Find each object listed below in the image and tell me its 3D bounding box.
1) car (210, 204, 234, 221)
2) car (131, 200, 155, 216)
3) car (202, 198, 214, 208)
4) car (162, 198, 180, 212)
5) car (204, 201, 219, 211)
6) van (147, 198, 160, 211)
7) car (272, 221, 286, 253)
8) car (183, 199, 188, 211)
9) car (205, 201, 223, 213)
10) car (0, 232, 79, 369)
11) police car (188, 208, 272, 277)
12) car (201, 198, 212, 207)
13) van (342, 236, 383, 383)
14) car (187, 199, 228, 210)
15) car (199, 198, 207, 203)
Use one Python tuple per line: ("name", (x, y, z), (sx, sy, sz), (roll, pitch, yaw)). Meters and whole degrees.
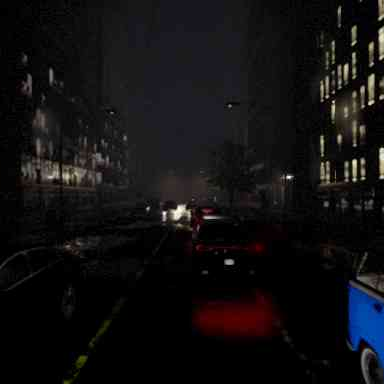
("car", (2.731, 1.862, 31.001), (1.802, 1.307, 4.206), (0, -1, 0))
("car", (-5.642, 1.880, 36.709), (2.008, 1.369, 4.403), (0, -1, 0))
("car", (2.770, 1.948, 59.464), (1.967, 1.590, 4.097), (0, 0, 0))
("car", (-3.028, 1.936, 46.563), (1.812, 1.442, 4.674), (0, -1, 0))
("car", (2.754, 1.973, 48.078), (2.008, 1.369, 4.403), (0, 0, 0))
("van", (-5.626, 1.763, 48.095), (1.690, 1.788, 3.998), (0, 0, 0))
("car", (2.708, 1.709, 13.924), (1.802, 1.307, 4.206), (0, -1, 0))
("car", (0.069, 2.016, 47.211), (1.895, 1.301, 4.718), (0, 0, 0))
("car", (2.747, 1.928, 42.386), (2.008, 1.369, 4.403), (0, 0, 0))
("car", (-3.096, 1.534, 4.572), (2.128, 1.511, 4.902), (0, -1, 0))
("police car", (0.913, 1.523, 10.673), (1.930, 1.638, 5.238), (0, -1, 0))
("car", (2.778, 1.990, 65.156), (1.967, 1.590, 4.097), (0, 0, 0))
("van", (2.692, 1.365, 2.543), (1.690, 1.788, 3.998), (0, -1, 0))
("car", (0.925, 1.537, 20.534), (2.097, 1.767, 4.553), (0, -1, 0))
("car", (2.809, 2.257, 87.925), (1.887, 1.381, 4.507), (0, 0, 0))
